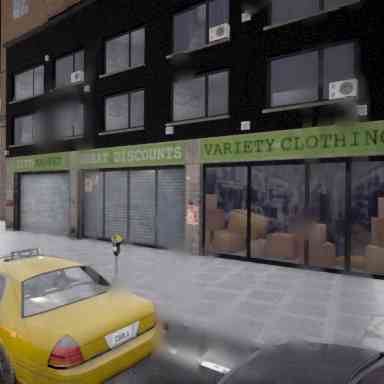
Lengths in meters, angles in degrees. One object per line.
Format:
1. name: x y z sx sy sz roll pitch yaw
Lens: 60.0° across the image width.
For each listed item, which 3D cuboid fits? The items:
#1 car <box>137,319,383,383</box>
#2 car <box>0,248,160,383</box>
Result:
1. car: 2.047 1.551 1.624 4.403 1.369 2.008 0 1 36
2. car: -2.634 1.524 4.972 4.829 1.417 1.752 0 1 36
